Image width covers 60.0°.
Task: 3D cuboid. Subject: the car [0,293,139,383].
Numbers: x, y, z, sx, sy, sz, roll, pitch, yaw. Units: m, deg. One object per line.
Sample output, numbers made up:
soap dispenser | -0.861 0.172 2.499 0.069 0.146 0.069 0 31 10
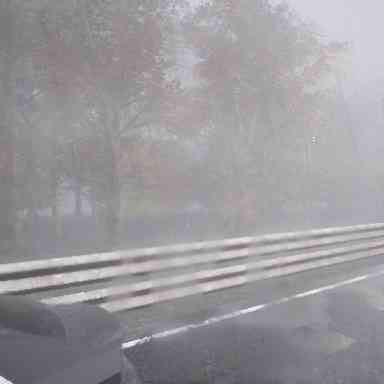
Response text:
car | -2.692 1.506 1.763 4.892 1.490 1.837 0 0 -36
